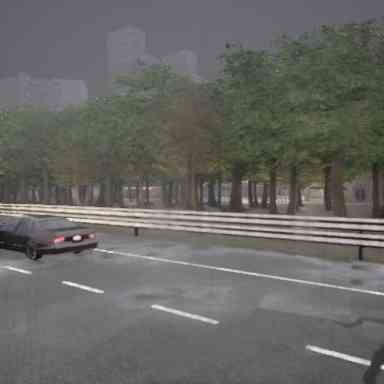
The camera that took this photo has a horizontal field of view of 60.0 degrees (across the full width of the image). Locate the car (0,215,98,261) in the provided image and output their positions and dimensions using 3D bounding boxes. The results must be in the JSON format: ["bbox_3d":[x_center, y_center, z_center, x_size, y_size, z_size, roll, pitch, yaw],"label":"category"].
[{"bbox_3d":[-5.789,1.551,12.300,5.357,1.411,2.033,0,0,36],"label":"car"}]
